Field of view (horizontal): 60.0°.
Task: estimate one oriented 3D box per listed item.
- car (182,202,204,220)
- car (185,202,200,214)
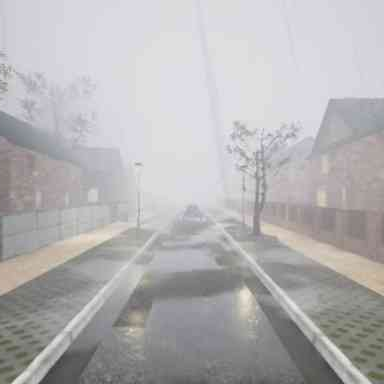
[{"bbox_3d":[0.055,1.882,31.942,1.812,1.442,4.674,0,-1,0],"label":"car"},{"bbox_3d":[0.042,2.003,42.698,1.812,1.442,4.674,0,0,0],"label":"car"}]
